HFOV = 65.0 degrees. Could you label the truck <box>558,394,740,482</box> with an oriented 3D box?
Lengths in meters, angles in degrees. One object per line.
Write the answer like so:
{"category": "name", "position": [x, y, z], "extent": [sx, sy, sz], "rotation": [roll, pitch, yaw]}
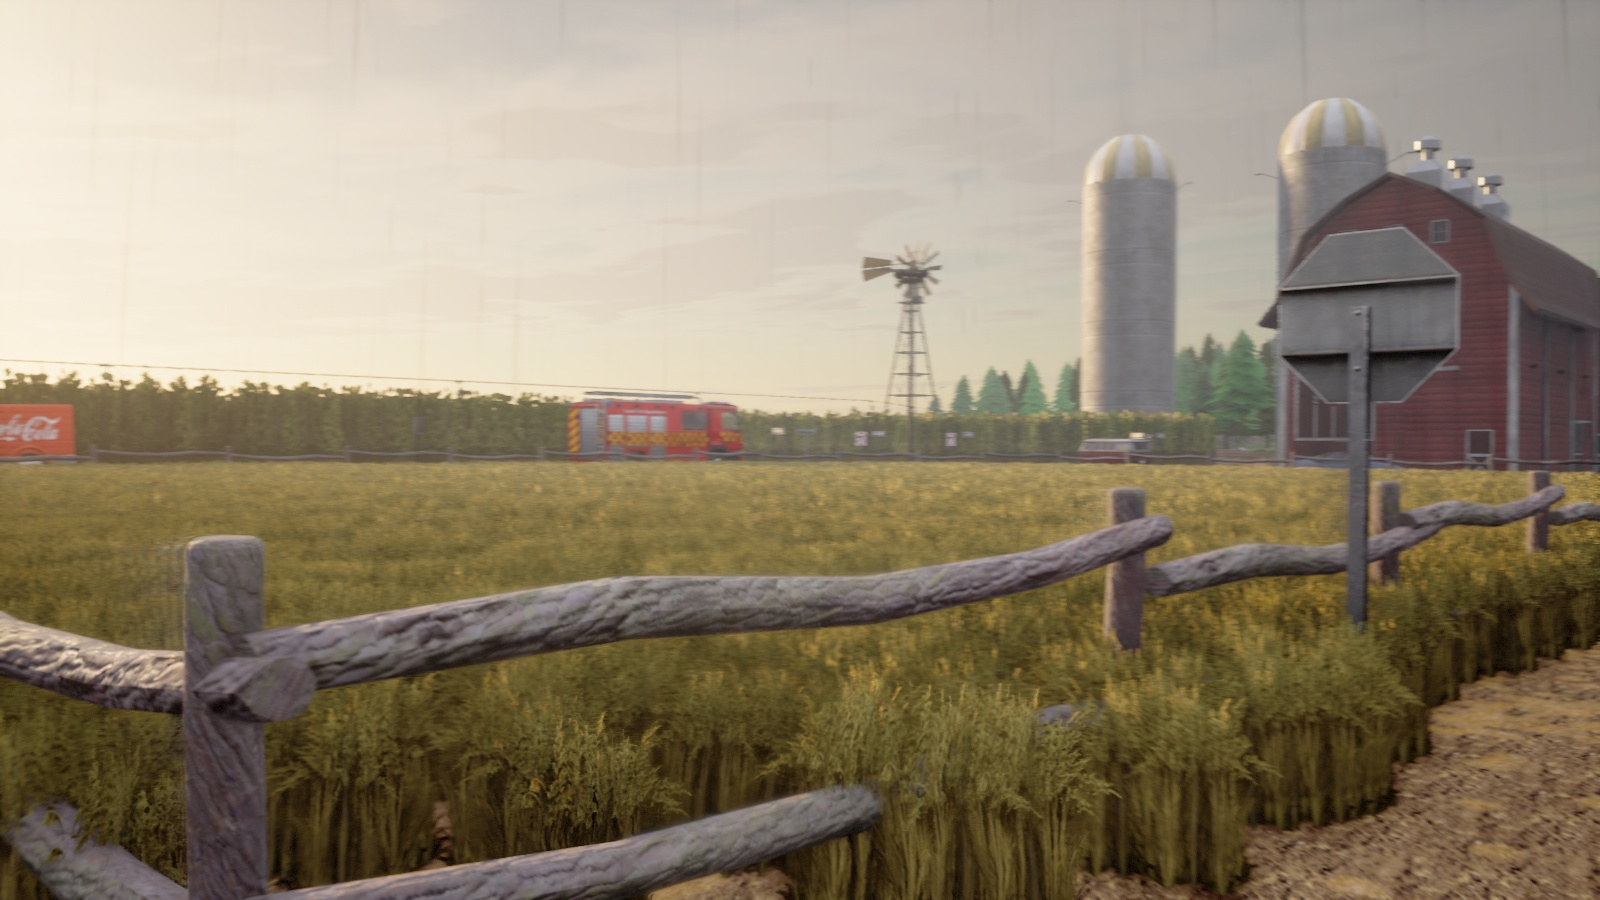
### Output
{"category": "truck", "position": [-6.837, -0.549, 58.297], "extent": [2.891, 3.827, 8.468], "rotation": [-1, 0, 43]}

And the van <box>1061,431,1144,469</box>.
{"category": "van", "position": [16.621, -0.001, 69.166], "extent": [1.775, 1.987, 4.442], "rotation": [-1, 1, -31]}

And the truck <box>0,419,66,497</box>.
{"category": "truck", "position": [-27.316, 0.310, 40.939], "extent": [2.627, 2.467, 5.204], "rotation": [-1, 2, 43]}

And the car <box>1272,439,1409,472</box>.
{"category": "car", "position": [24.457, 0.244, 56.964], "extent": [5.357, 1.411, 2.033], "rotation": [-1, 0, 40]}
